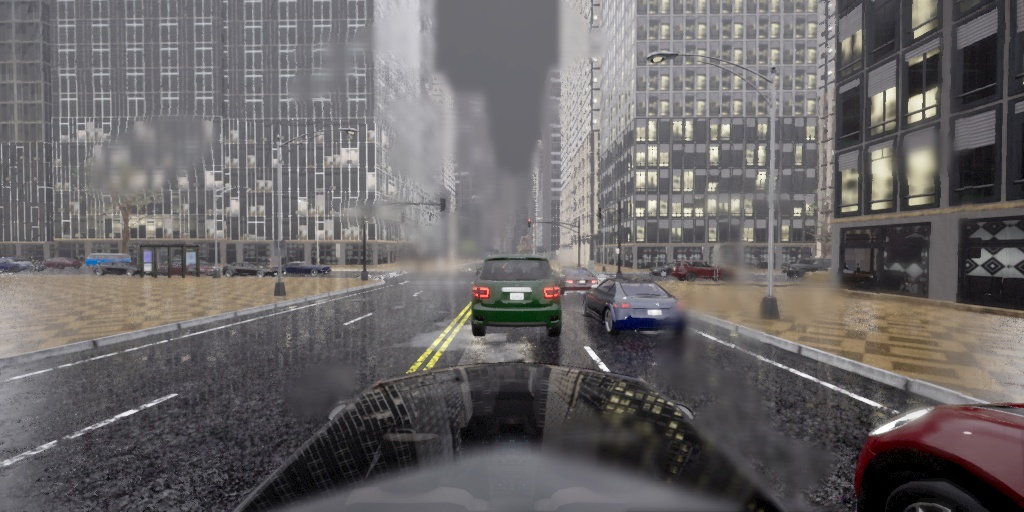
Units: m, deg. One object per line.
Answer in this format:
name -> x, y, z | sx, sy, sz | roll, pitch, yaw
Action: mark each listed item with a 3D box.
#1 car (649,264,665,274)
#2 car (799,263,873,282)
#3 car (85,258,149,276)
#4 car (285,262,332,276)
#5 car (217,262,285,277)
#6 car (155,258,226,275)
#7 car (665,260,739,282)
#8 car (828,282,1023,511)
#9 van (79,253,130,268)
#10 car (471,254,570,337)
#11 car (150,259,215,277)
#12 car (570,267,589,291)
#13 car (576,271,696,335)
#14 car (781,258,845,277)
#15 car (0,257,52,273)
car -> 16.470, 1.367, 36.369 | 4.892, 1.490, 1.837 | 0, 1, -1
car -> 27.688, 1.579, 30.353 | 4.829, 1.417, 1.751 | 0, 0, 1
car -> -34.048, 1.069, 31.483 | 4.313, 1.339, 1.948 | 0, 0, 1
car -> -19.669, 1.192, 33.800 | 4.718, 1.301, 1.895 | 1, 1, 1
car -> -22.684, 1.174, 31.158 | 4.313, 1.339, 1.948 | 0, 0, 1
car -> -30.442, 0.984, 34.036 | 4.902, 1.511, 2.128 | 1, 1, 1
car -> 16.240, 1.269, 30.568 | 5.009, 1.841, 2.192 | 0, 0, 1
car -> 3.344, 1.103, 0.485 | 2.097, 1.767, 4.553 | 0, 0, 0
van -> -45.225, 0.605, 40.161 | 3.998, 1.789, 1.690 | 0, 0, 1
car -> 0.114, 0.967, 10.434 | 2.150, 2.045, 5.566 | 0, 0, 0
car -> -28.368, 1.138, 31.300 | 4.207, 1.307, 1.802 | 0, 0, 1
car -> 3.381, 1.288, 19.771 | 2.033, 1.411, 5.357 | 0, 0, 0
car -> 3.371, 1.310, 10.528 | 1.994, 1.385, 4.181 | 0, 0, -1
car -> 30.412, 1.207, 36.075 | 5.566, 2.045, 2.150 | 1, 1, 1
car -> -47.944, 0.858, 34.462 | 4.674, 1.442, 1.812 | 0, 1, 2
